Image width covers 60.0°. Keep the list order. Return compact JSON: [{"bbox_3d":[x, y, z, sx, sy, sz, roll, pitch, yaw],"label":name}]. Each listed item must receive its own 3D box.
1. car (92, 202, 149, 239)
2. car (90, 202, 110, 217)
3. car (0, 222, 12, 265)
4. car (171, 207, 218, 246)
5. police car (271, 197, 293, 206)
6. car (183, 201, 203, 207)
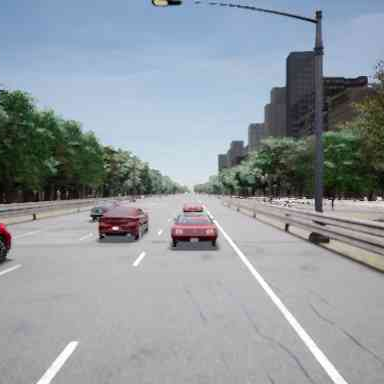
[{"bbox_3d":[-3.405,1.463,17.270,1.882,1.535,5.008,0,0,0],"label":"car"},{"bbox_3d":[-6.905,1.520,27.607,2.033,1.411,5.357,0,0,0],"label":"car"},{"bbox_3d":[-6.900,1.216,8.394,2.150,2.045,5.566,0,0,0],"label":"car"},{"bbox_3d":[0.096,1.589,15.230,1.895,1.301,4.718,0,0,0],"label":"car"},{"bbox_3d":[14.937,1.574,55.921,2.038,1.542,4.974,0,0,-31],"label":"police car"},{"bbox_3d":[0.091,1.568,32.344,1.895,1.301,4.718,0,0,0],"label":"car"}]
